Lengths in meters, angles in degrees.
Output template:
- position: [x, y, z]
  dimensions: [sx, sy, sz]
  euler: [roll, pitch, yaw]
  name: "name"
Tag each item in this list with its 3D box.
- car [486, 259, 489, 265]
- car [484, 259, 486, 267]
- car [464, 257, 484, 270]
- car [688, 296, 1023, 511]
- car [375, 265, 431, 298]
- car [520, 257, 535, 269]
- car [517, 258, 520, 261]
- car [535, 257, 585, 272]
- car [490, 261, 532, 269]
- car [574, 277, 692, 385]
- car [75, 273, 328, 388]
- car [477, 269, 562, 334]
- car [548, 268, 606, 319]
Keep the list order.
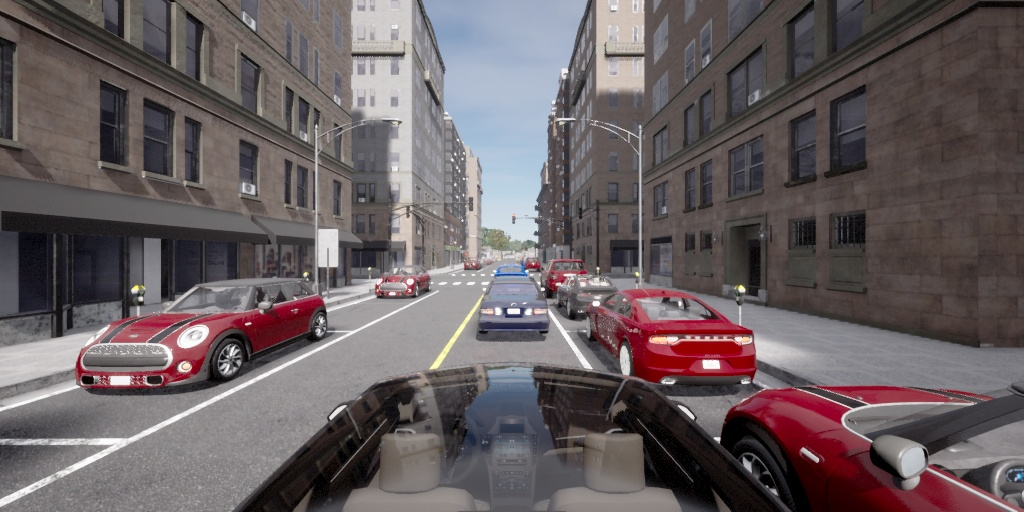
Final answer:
- position: [-5.628, 1.296, 61.862]
  dimensions: [2.007, 1.370, 4.403]
  euler: [0, 0, 0]
  name: "car"
- position: [-5.610, 1.312, 56.358]
  dimensions: [1.948, 1.339, 4.313]
  euler: [0, 0, 0]
  name: "car"
- position: [-5.593, 1.061, 50.855]
  dimensions: [2.192, 1.841, 5.009]
  euler: [0, 0, 0]
  name: "car"
- position: [2.642, 1.190, 1.279]
  dimensions: [1.967, 1.591, 4.097]
  euler: [0, 0, 0]
  name: "car"
- position: [-5.445, 1.189, 18.296]
  dimensions: [1.967, 1.591, 4.097]
  euler: [0, 0, 0]
  name: "car"
- position: [2.546, 1.062, 45.381]
  dimensions: [2.192, 1.841, 5.009]
  euler: [0, 0, 0]
  name: "car"
- position: [2.474, 1.060, 61.893]
  dimensions: [2.192, 1.841, 5.009]
  euler: [0, 0, 0]
  name: "car"
- position: [2.580, 1.064, 18.325]
  dimensions: [2.192, 1.841, 5.009]
  euler: [0, 0, 0]
  name: "car"
- position: [-0.064, 1.227, 20.436]
  dimensions: [1.882, 1.535, 5.008]
  euler: [0, 0, 0]
  name: "car"
- position: [2.621, 1.295, 6.961]
  dimensions: [1.888, 1.381, 4.507]
  euler: [0, 0, 0]
  name: "car"
- position: [-5.404, 1.190, 6.931]
  dimensions: [1.967, 1.591, 4.097]
  euler: [0, 0, 0]
  name: "car"
- position: [0.047, 1.297, 10.617]
  dimensions: [2.033, 1.411, 5.357]
  euler: [0, 0, 0]
  name: "car"
- position: [2.601, 1.300, 12.643]
  dimensions: [2.007, 1.370, 4.403]
  euler: [0, 0, 0]
  name: "car"
